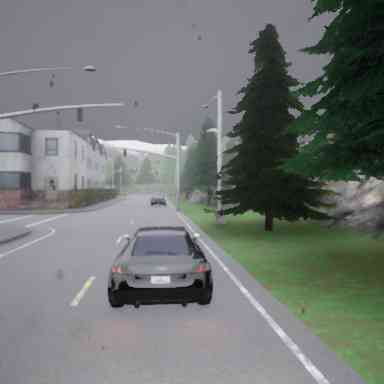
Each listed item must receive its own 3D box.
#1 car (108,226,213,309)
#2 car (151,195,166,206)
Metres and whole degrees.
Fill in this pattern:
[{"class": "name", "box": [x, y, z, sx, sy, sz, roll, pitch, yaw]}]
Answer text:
[{"class": "car", "box": [-0.703, 1.469, 7.778, 1.994, 1.385, 4.181, 0, 1, -5]}, {"class": "car", "box": [-4.312, 1.092, 42.390, 1.895, 1.301, 4.718, 0, 1, -6]}]
